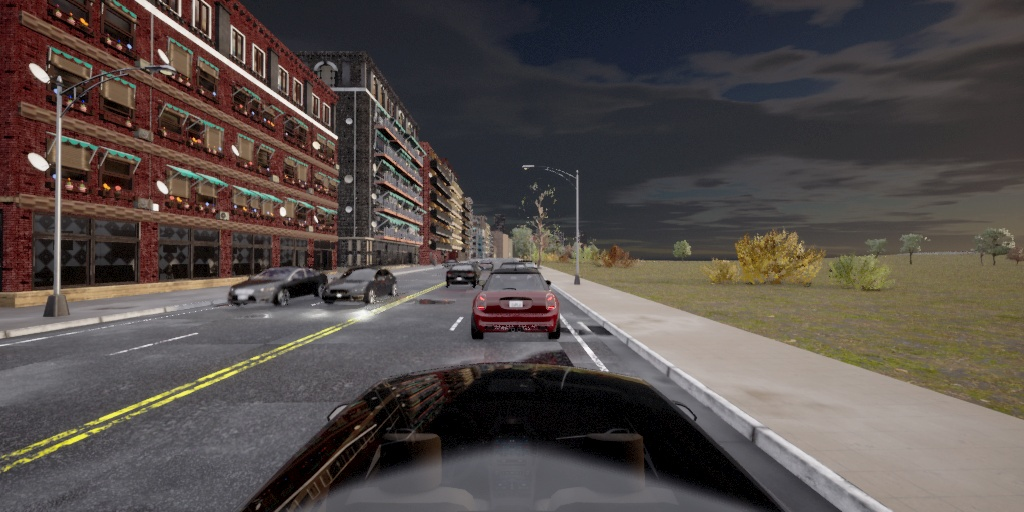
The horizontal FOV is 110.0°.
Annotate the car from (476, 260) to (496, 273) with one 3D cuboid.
[{"bbox_3d":[-3.199,1.244,44.738,2.128,1.511,4.902,0,0,0],"label":"car"}]

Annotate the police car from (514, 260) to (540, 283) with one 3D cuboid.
[{"bbox_3d":[1.104,1.179,29.464,1.930,1.638,5.238,0,0,0],"label":"police car"}]

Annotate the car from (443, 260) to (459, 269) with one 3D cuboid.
[{"bbox_3d":[-9.899,1.316,58.542,1.994,1.385,4.181,0,0,0],"label":"car"}]

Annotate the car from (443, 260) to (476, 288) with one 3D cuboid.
[{"bbox_3d":[-3.180,1.231,24.158,1.882,1.535,5.008,0,0,0],"label":"car"}]

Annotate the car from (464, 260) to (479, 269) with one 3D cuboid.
[{"bbox_3d":[-6.649,1.316,59.367,1.994,1.385,4.181,0,0,0],"label":"car"}]

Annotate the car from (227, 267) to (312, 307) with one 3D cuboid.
[{"bbox_3d":[-9.869,1.244,15.595,2.128,1.511,4.902,0,0,0],"label":"car"}]

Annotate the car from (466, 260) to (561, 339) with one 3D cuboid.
[{"bbox_3d":[0.082,1.104,10.196,2.097,1.767,4.553,0,0,0],"label":"car"}]

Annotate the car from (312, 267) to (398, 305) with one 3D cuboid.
[{"bbox_3d":[-6.619,1.257,16.142,1.837,1.490,4.892,0,0,0],"label":"car"}]
